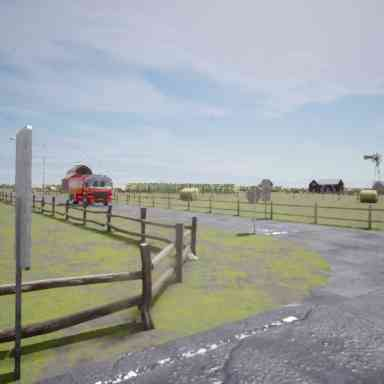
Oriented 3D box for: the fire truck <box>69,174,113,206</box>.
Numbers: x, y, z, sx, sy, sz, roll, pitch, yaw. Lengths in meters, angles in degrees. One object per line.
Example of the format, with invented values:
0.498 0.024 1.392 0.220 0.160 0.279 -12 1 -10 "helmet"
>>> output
-12.971 -0.283 41.959 2.891 3.827 8.468 1 0 -35 "fire truck"
